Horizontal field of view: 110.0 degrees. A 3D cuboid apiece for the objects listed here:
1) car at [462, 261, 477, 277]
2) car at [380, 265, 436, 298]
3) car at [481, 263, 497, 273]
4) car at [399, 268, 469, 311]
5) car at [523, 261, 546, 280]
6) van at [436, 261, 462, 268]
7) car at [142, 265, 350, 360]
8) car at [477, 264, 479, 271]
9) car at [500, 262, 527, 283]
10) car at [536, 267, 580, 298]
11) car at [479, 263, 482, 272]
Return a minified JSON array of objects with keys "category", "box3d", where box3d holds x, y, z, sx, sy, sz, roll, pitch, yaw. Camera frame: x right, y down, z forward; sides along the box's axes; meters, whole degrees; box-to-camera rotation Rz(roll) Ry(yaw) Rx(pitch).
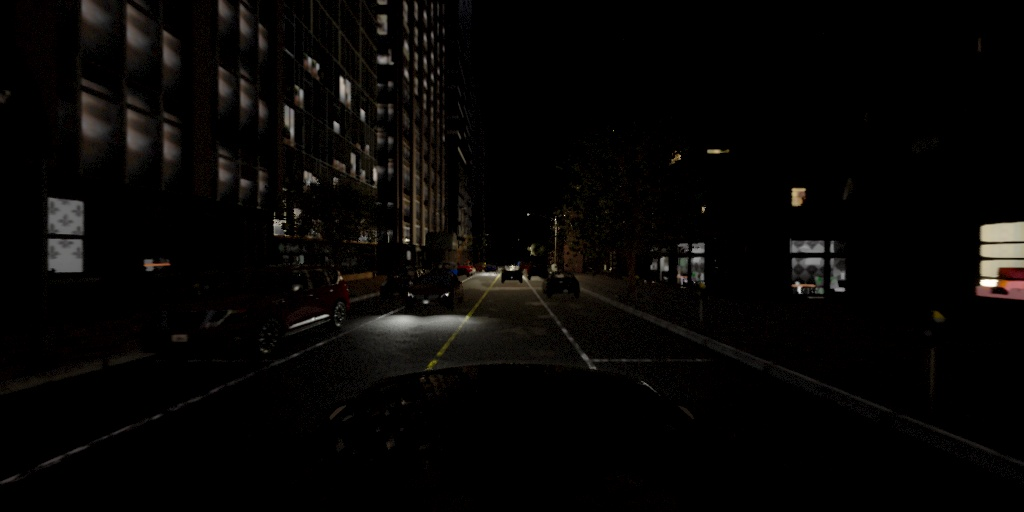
[{"category":"car","box3d":[-5.825,1.543,42.718,2.192,1.841,5.009,0,0,0]},{"category":"car","box3d":[-5.760,1.403,19.853,1.967,1.591,4.097,0,0,0]},{"category":"car","box3d":[-3.265,1.981,55.801,1.895,1.301,4.718,0,-1,0]},{"category":"car","box3d":[-3.146,1.436,15.429,1.812,1.442,4.674,0,-1,0]},{"category":"car","box3d":[2.574,1.478,37.202,2.192,1.841,5.009,0,0,0]},{"category":"van","box3d":[-5.788,1.441,31.649,1.690,1.789,3.998,0,0,0]},{"category":"car","box3d":[-5.813,1.148,8.784,2.192,1.841,5.009,0,0,0]},{"category":"car","box3d":[-5.843,1.818,48.083,1.751,1.417,4.829,0,0,0]},{"category":"car","box3d":[0.002,1.597,32.134,2.128,1.511,4.902,0,-1,0]},{"category":"car","box3d":[2.644,1.512,19.864,2.007,1.370,4.403,0,0,0]},{"category":"car","box3d":[-5.881,1.966,59.321,1.888,1.381,4.507,0,0,0]}]
